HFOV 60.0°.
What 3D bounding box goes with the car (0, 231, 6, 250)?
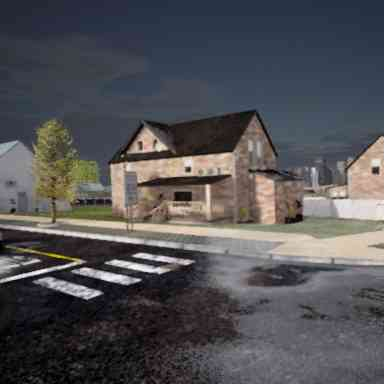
[{"bbox_3d":[-9.483,1.762,13.717,4.181,1.385,1.994,-1,2,38],"label":"car"}]
